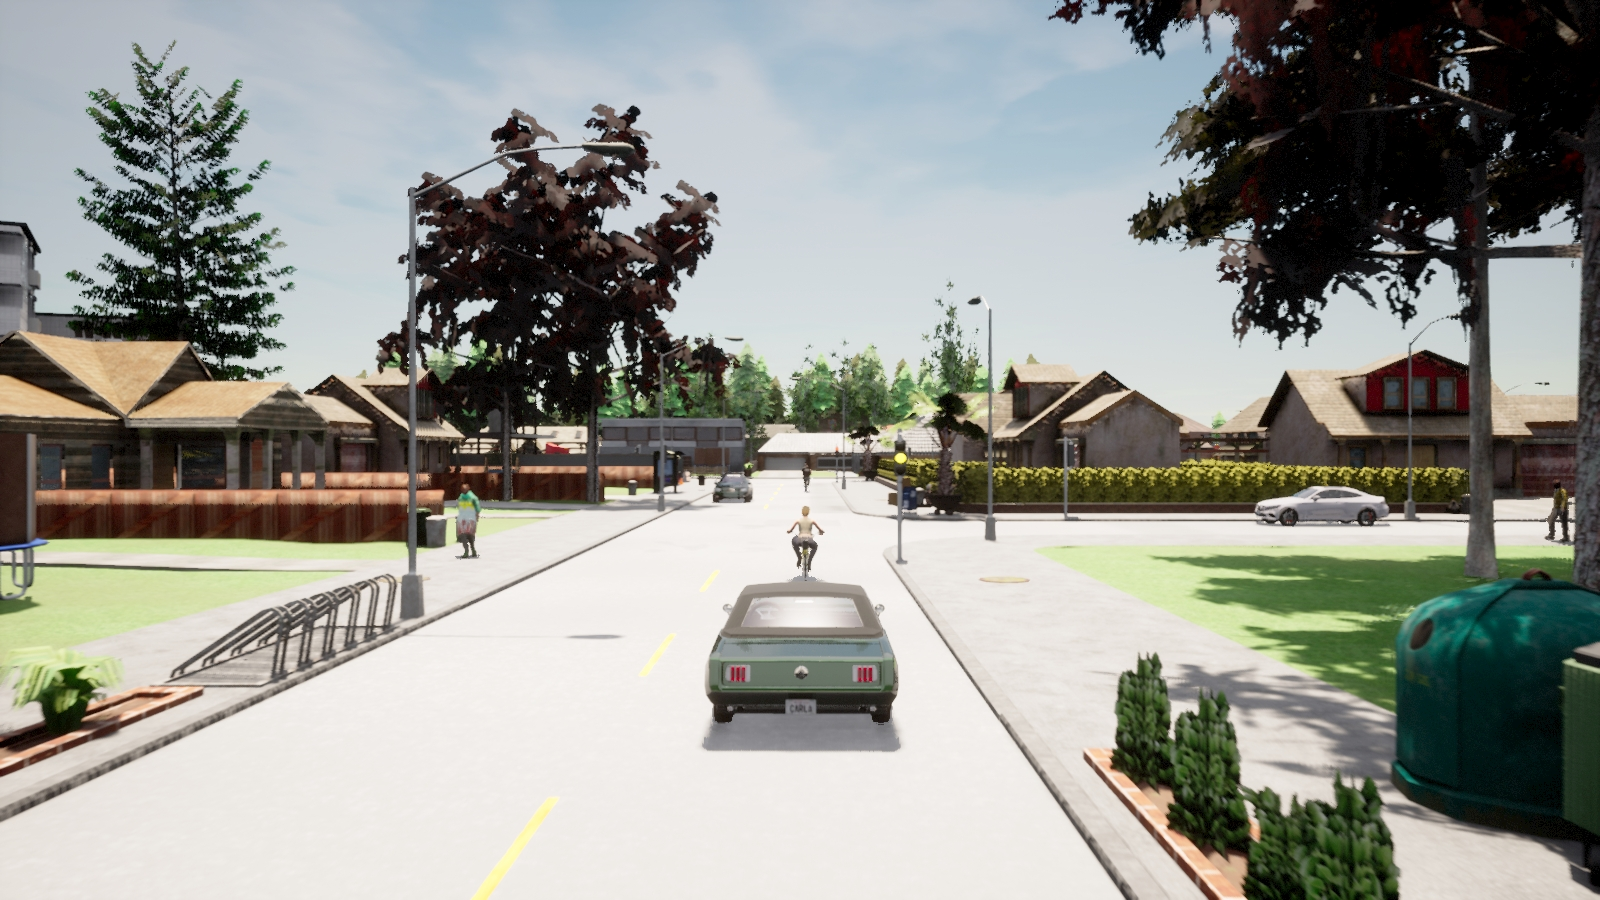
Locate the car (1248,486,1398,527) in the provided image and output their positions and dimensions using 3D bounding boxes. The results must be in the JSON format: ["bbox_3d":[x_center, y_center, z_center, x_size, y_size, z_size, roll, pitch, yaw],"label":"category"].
[{"bbox_3d":[19.390,2.076,42.532,4.674,1.442,2.002,0,0,0],"label":"car"}]

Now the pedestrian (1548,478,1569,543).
[{"bbox_3d":[21.866,1.739,32.940,0.375,1.860,0.375,0,0,-1],"label":"pedestrian"}]

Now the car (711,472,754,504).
[{"bbox_3d":[-3.612,2.030,61.991,2.038,1.542,4.974,0,0,1],"label":"car"}]

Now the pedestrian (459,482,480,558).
[{"bbox_3d":[-8.258,1.739,28.550,0.375,1.860,0.375,0,0,11],"label":"pedestrian"}]

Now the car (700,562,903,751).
[{"bbox_3d":[0.039,2.153,13.026,1.895,1.301,4.718,0,0,1],"label":"car"}]
